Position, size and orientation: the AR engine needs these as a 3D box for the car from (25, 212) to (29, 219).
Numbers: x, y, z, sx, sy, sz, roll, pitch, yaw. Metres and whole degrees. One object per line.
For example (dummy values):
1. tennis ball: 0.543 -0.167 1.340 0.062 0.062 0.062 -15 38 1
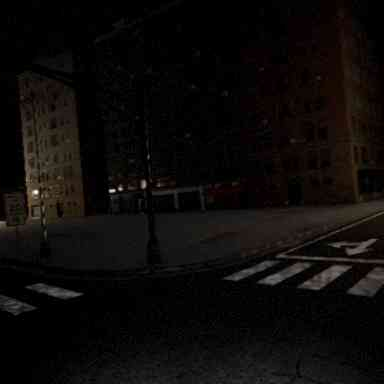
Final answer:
1. car: -36.997 5.421 77.873 2.097 1.767 4.553 -6 -1 33
